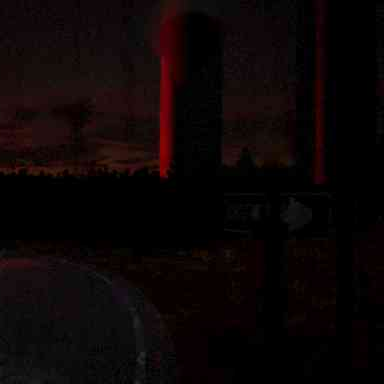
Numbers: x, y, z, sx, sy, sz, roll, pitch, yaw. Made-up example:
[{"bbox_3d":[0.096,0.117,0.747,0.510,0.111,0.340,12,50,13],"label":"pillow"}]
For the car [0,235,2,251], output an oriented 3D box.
[{"bbox_3d":[-9.132,1.699,12.546,4.674,1.442,1.812,0,-2,29],"label":"car"}]
